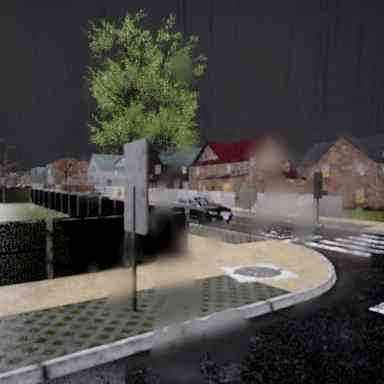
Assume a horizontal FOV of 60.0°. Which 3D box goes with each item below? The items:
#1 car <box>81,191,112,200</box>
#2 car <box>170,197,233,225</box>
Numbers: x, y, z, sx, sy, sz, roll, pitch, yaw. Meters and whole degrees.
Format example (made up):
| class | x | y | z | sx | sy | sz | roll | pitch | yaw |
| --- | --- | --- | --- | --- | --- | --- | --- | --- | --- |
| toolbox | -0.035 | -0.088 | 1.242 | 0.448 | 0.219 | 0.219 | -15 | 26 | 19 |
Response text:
| class | x | y | z | sx | sy | sz | roll | pitch | yaw |
| --- | --- | --- | --- | --- | --- | --- | --- | --- | --- |
| car | -10.212 | 0.602 | 35.444 | 1.895 | 1.301 | 4.718 | 0 | 2 | -35 |
| car | 0.467 | 1.056 | 20.192 | 2.128 | 1.511 | 4.902 | 0 | 2 | -35 |
